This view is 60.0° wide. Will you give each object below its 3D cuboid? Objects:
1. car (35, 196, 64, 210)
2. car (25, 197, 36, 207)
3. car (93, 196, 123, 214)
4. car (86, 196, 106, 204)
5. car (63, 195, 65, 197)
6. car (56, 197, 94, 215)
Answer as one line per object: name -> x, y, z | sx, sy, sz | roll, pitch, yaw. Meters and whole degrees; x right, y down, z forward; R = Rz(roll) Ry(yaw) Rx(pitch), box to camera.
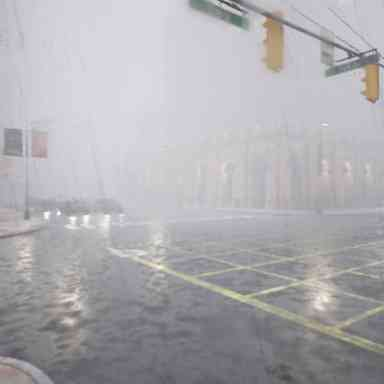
car -> -17.398, 1.487, 40.706 | 1.895, 1.301, 4.718 | 0, 0, -35
car -> -23.404, 1.409, 49.251 | 2.033, 1.411, 5.357 | 0, 0, -35
car -> -8.896, 1.408, 34.844 | 1.837, 1.490, 4.892 | 0, 0, -36
car -> -17.008, 1.437, 58.702 | 1.895, 1.301, 4.718 | 0, 0, -35
car -> -14.580, 1.428, 42.791 | 2.033, 1.411, 5.357 | 0, 0, -35
car -> -11.457, 1.474, 32.412 | 1.994, 1.385, 4.181 | 0, 0, -36
